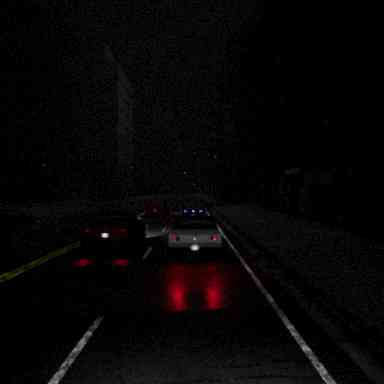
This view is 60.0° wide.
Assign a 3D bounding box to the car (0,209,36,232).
[{"bbox_3d":[-9.847,1.563,16.832,1.895,1.301,4.718,0,0,0],"label":"car"}]

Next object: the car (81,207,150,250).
[{"bbox_3d":[-3.150,1.531,14.043,1.994,1.385,4.181,0,0,0],"label":"car"}]

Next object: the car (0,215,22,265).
[{"bbox_3d":[-6.599,1.543,8.734,1.994,1.385,4.181,0,0,0],"label":"car"}]

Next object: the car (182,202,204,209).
[{"bbox_3d":[0.103,1.543,28.462,1.895,1.301,4.718,0,0,0],"label":"car"}]

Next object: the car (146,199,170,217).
[{"bbox_3d":[-3.133,1.417,30.716,1.882,1.535,5.008,0,0,0],"label":"car"}]

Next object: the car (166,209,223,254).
[{"bbox_3d":[0.101,1.570,13.311,1.895,1.301,4.718,0,0,0],"label":"car"}]
